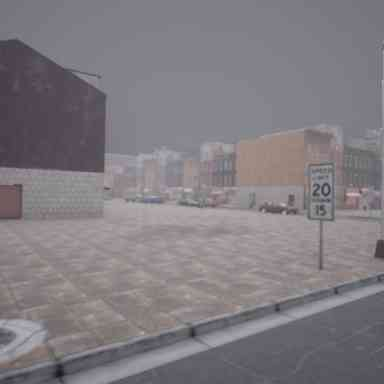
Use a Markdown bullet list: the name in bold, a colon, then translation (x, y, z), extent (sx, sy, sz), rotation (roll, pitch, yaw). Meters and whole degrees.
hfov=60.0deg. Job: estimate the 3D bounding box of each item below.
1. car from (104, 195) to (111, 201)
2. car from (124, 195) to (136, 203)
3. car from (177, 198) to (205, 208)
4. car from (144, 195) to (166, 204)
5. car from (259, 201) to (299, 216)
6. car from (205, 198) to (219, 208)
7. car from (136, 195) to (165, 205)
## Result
- **car**: translation (-19.587, 1.265, 74.884), extent (2.008, 1.369, 4.403), rotation (2, -1, -35)
- **car**: translation (-11.087, 1.313, 62.212), extent (1.837, 1.490, 4.892), rotation (1, 0, -35)
- **car**: translation (-0.536, 1.528, 47.984), extent (1.947, 1.339, 4.313), rotation (2, -1, -35)
- **car**: translation (-6.849, 1.403, 61.453), extent (1.837, 1.490, 4.892), rotation (1, 0, -35)
- **car**: translation (8.988, 1.665, 34.535), extent (1.887, 1.381, 4.507), rotation (2, -1, -35)
- **car**: translation (1.751, 1.567, 49.308), extent (2.033, 1.411, 5.357), rotation (1, 0, -35)
- **car**: translation (-7.036, 1.341, 56.503), extent (1.882, 1.535, 5.008), rotation (1, 0, -35)
